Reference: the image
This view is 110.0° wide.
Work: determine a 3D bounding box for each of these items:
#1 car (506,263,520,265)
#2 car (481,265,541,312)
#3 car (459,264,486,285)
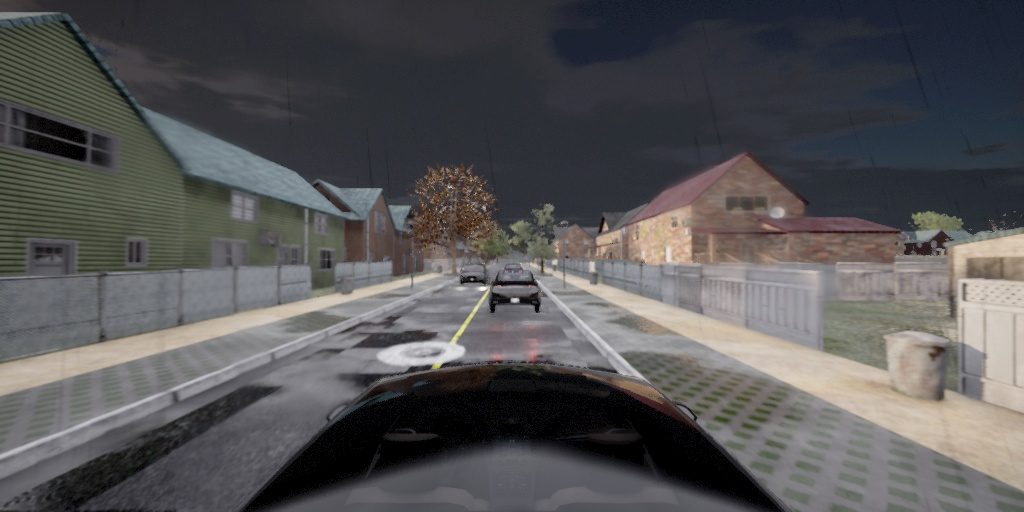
[{"bbox_3d":[0.112,1.361,32.323,2.033,1.411,5.357,0,0,0],"label":"car"},{"bbox_3d":[0.105,1.265,14.344,2.128,1.511,4.902,0,0,0],"label":"car"},{"bbox_3d":[-2.741,1.356,26.931,1.837,1.490,4.892,0,0,0],"label":"car"}]
